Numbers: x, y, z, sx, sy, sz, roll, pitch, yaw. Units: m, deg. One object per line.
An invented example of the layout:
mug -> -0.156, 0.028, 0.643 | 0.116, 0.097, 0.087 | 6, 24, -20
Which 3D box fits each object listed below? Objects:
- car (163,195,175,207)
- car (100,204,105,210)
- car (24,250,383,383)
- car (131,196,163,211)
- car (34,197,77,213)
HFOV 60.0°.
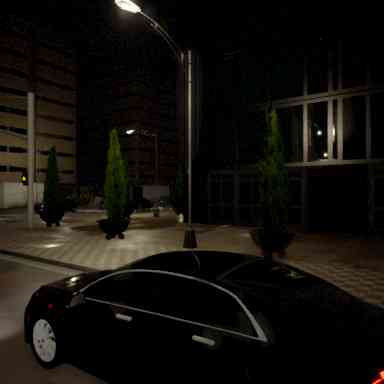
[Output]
car -> -4.100, 1.403, 51.926 | 2.097, 1.767, 4.553 | 0, 0, 35
car -> -9.865, 1.577, 43.750 | 1.812, 1.442, 4.674 | 0, 0, 35
car -> -0.164, 1.505, 4.106 | 4.892, 1.490, 1.837 | 0, 0, 36
car -> -6.367, 1.556, 42.312 | 1.837, 1.490, 4.892 | 0, 0, 35
car -> -14.986, 1.403, 36.498 | 2.097, 1.767, 4.553 | 0, 0, 35
